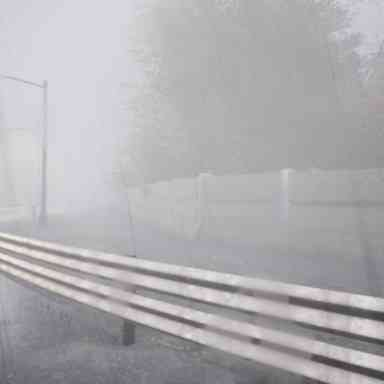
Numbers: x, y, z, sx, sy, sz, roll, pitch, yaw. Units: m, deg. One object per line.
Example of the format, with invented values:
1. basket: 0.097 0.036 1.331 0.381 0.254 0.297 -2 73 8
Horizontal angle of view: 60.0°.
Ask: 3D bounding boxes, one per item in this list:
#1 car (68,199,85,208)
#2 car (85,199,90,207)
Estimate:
1. car: -21.995 2.277 62.482 1.837 1.490 4.892 1 -1 -8
2. car: -23.356 2.331 72.290 1.882 1.535 5.008 1 -1 -8
